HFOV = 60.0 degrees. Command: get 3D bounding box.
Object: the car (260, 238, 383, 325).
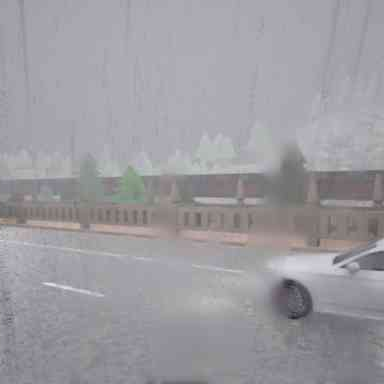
[{"bbox_3d":[3.491,1.495,5.607,4.674,1.442,1.812,0,0,35],"label":"car"}]
